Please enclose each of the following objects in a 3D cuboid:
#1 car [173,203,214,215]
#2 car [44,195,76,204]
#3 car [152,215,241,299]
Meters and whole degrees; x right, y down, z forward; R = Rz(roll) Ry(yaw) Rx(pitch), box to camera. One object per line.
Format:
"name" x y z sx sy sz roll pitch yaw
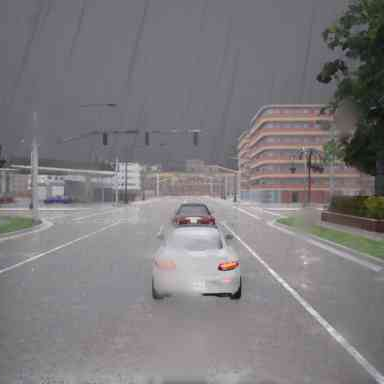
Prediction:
"car" 0.079 1.352 17.299 2.097 1.767 4.553 0 0 0
"car" -23.388 1.295 58.028 4.611 1.667 2.242 0 0 1
"car" 0.094 1.526 8.306 1.812 1.442 4.674 0 0 0
